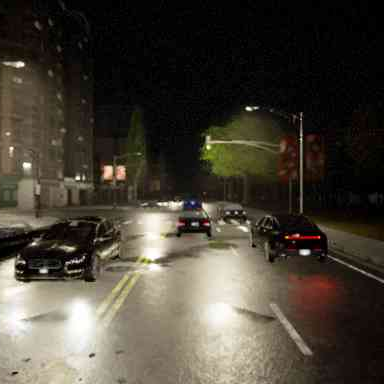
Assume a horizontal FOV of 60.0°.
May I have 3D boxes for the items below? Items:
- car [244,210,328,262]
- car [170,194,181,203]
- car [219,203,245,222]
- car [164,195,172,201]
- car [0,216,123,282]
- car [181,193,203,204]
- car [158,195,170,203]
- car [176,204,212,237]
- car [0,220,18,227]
[{"bbox_3d":[3.349,1.547,12.283,1.837,1.490,4.892,0,0,0],"label":"car"},{"bbox_3d":[-3.261,1.790,75.320,2.128,1.511,4.902,0,0,0],"label":"car"},{"bbox_3d":[3.346,1.642,27.653,2.033,1.411,5.357,0,0,0],"label":"car"},{"bbox_3d":[-6.514,1.655,90.929,1.882,1.535,5.008,0,0,0],"label":"car"},{"bbox_3d":[-3.338,1.540,9.926,1.837,1.490,4.892,0,0,0],"label":"car"},{"bbox_3d":[0.095,1.359,40.000,2.150,2.045,5.566,0,0,0],"label":"car"},{"bbox_3d":[-6.511,1.790,75.320,2.128,1.511,4.902,0,0,0],"label":"car"},{"bbox_3d":[0.096,1.611,18.534,2.033,1.411,5.357,0,0,0],"label":"car"},{"bbox_3d":[-6.588,1.639,10.882,1.895,1.301,4.718,0,0,0],"label":"car"}]
